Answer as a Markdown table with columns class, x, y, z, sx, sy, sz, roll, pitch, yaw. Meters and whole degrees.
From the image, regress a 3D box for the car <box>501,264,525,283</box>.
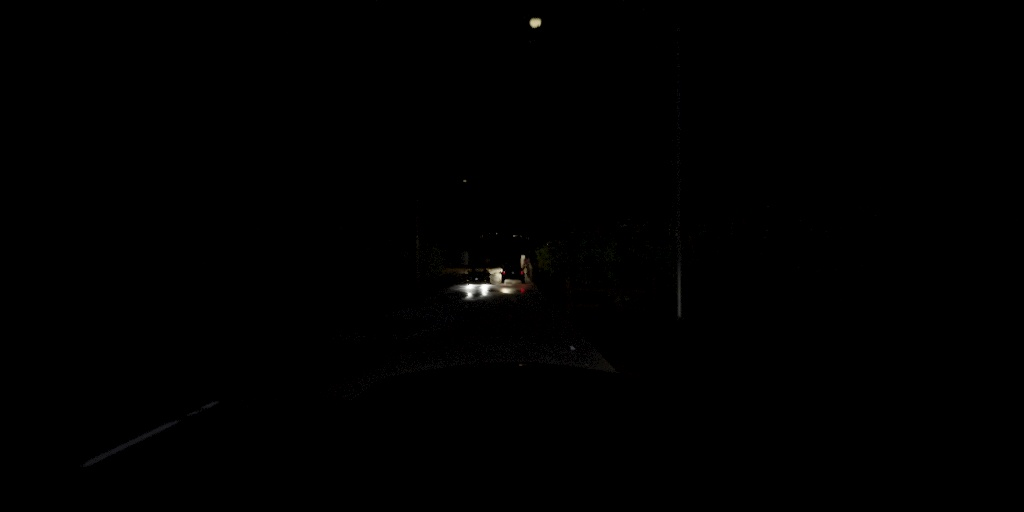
| class | x | y | z | sx | sy | sz | roll | pitch | yaw |
| --- | --- | --- | --- | --- | --- | --- | --- | --- | --- |
| car | 0.090 | 1.494 | 33.080 | 2.097 | 1.767 | 4.553 | 0 | -1 | 0 |

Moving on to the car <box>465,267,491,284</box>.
| class | x | y | z | sx | sy | sz | roll | pitch | yaw |
| --- | --- | --- | --- | --- | --- | --- | --- | --- | --- |
| car | -2.841 | 1.677 | 30.728 | 1.994 | 1.385 | 4.181 | 0 | -1 | 0 |
